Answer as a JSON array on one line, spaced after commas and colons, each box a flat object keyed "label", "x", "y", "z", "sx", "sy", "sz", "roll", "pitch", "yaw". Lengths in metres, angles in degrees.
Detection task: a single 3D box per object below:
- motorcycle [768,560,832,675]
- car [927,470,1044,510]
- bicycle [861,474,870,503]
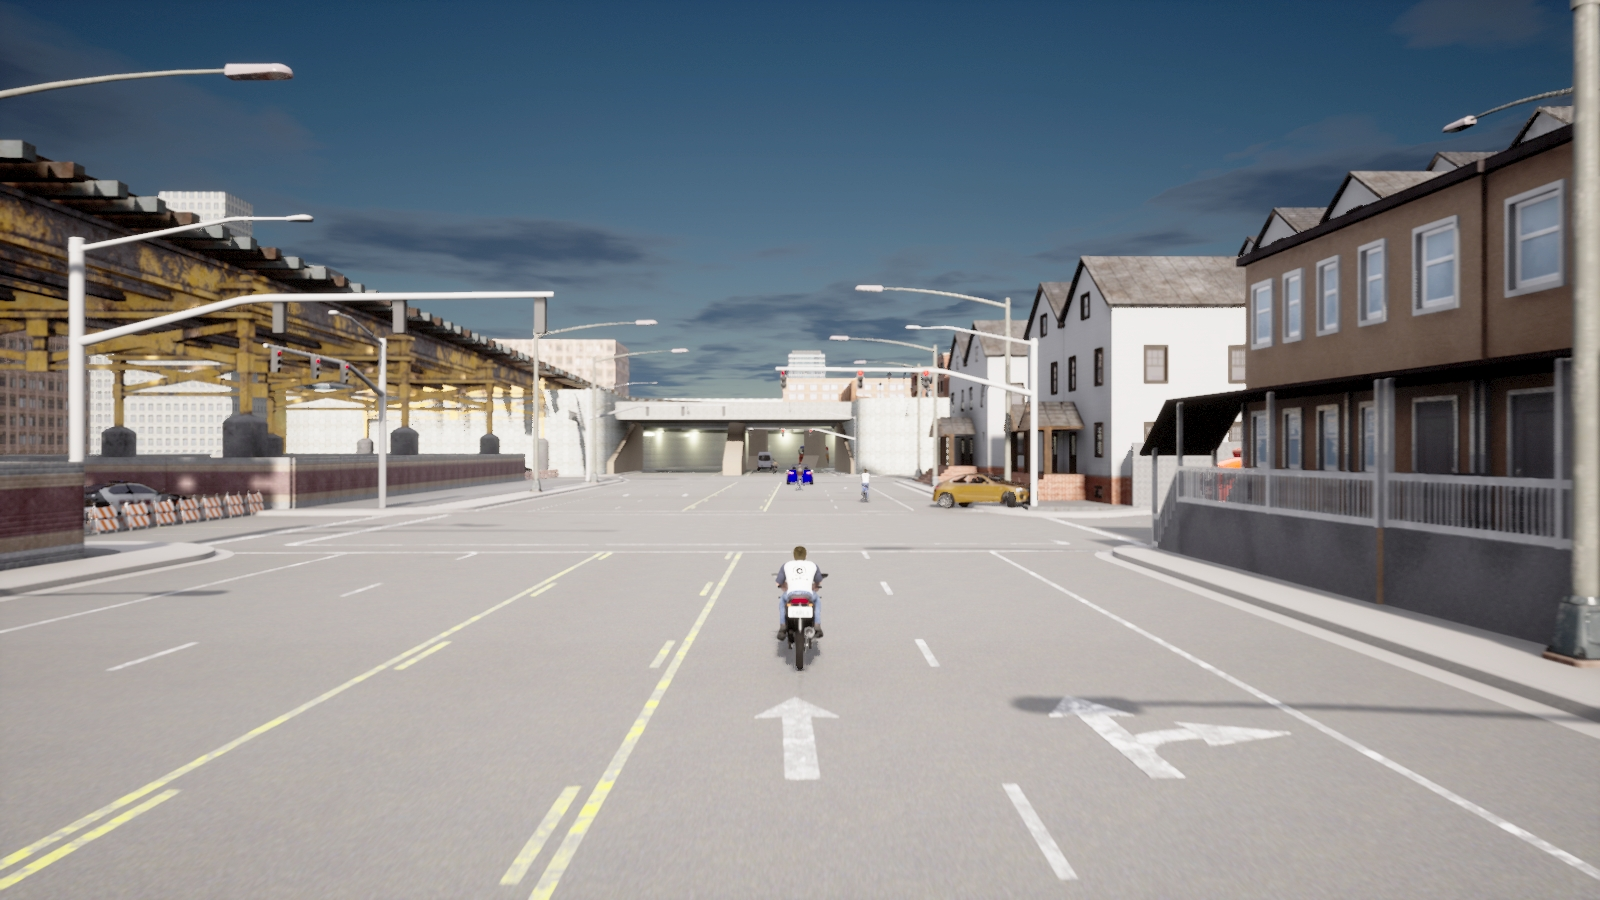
[{"label": "motorcycle", "x": 0.000, "y": 2.172, "z": 15.170, "sx": 0.803, "sy": 1.224, "sz": 2.033, "roll": 0, "pitch": 0, "yaw": 0}, {"label": "car", "x": 8.806, "y": 1.915, "z": 54.477, "sx": 5.027, "sy": 1.651, "sz": 2.152, "roll": -3, "pitch": 0, "yaw": 36}, {"label": "bicycle", "x": 3.496, "y": 2.037, "z": 61.077, "sx": 0.373, "sy": 1.521, "sz": 1.643, "roll": 0, "pitch": 0, "yaw": 0}]
